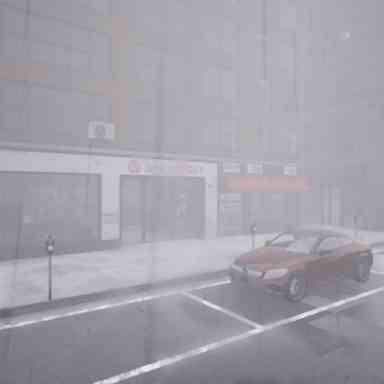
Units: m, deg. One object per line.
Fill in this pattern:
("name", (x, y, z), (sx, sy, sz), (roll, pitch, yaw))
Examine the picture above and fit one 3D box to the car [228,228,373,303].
("car", (2.803, 1.579, 8.134), (4.206, 1.307, 1.802), (0, 0, -35))
